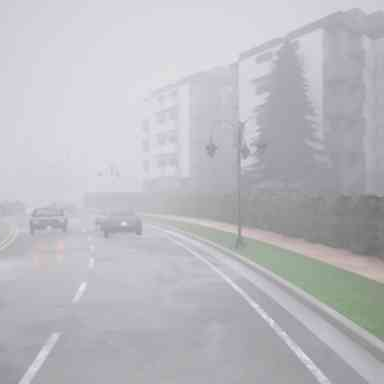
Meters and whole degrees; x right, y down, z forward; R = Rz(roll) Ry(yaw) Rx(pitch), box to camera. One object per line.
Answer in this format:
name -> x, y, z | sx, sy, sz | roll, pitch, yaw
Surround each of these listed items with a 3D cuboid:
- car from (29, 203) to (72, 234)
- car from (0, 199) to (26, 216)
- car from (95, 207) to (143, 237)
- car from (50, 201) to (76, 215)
car -> -8.342, 1.560, 19.213 | 1.895, 1.301, 4.718 | 0, 0, -25
car -> -17.588, 1.447, 32.249 | 2.128, 1.511, 4.902 | -1, 0, -39
car -> -4.038, 1.501, 17.936 | 1.994, 1.385, 4.181 | 0, 0, -23
car -> -12.845, 1.527, 32.024 | 1.895, 1.301, 4.718 | -1, 0, -39
